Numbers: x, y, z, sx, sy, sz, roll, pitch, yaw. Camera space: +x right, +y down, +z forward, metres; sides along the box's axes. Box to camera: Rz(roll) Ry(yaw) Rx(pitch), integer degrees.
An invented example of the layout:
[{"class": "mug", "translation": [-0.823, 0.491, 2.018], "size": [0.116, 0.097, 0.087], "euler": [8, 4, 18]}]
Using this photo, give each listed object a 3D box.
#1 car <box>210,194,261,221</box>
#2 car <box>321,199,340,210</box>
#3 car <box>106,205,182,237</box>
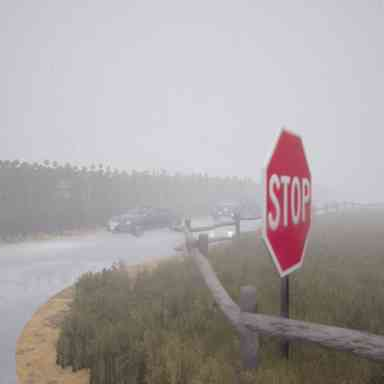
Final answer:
[{"class": "car", "translation": [3.647, 1.218, 26.928], "size": [2.150, 2.045, 5.566], "euler": [0, 0, 35]}, {"class": "car", "translation": [16.984, 1.544, 40.796], "size": [2.033, 1.411, 5.357], "euler": [0, 0, 26]}, {"class": "car", "translation": [-2.493, 1.488, 18.320], "size": [2.128, 1.511, 4.902], "euler": [0, 0, 35]}]
